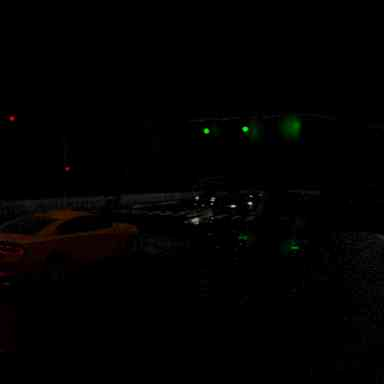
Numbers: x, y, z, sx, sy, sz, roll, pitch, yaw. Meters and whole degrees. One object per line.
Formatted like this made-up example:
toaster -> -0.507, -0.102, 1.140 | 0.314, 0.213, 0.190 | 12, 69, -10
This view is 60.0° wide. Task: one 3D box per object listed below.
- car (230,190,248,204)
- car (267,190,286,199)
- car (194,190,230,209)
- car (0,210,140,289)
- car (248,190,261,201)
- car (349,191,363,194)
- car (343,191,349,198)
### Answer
car -> 5.026, 0.586, 40.597 | 1.882, 1.535, 5.008 | 1, 1, 21
car -> 14.541, 0.426, 57.417 | 1.994, 1.385, 4.181 | 2, 2, 40
car -> 1.823, 0.603, 32.260 | 2.097, 1.767, 4.553 | 1, 1, 21
car -> -3.179, 1.214, 8.629 | 1.882, 1.535, 5.008 | 1, 1, 21
car -> 8.825, 0.471, 49.303 | 1.837, 1.490, 4.892 | 1, 1, 28
car -> 32.055, 0.528, 61.543 | 4.674, 1.442, 1.812 | 0, 1, -22
car -> 28.161, 0.261, 63.568 | 4.553, 1.767, 2.097 | 0, 1, -25
